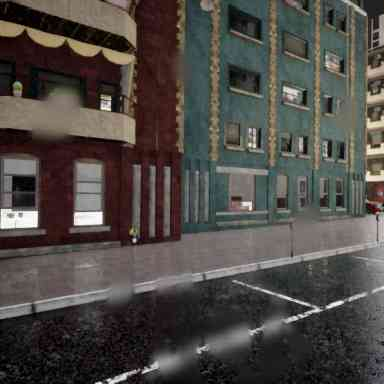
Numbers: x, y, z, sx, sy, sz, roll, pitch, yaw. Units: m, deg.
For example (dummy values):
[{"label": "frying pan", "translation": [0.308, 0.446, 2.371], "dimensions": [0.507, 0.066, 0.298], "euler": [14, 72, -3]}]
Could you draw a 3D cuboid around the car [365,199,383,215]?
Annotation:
[{"label": "car", "translation": [15.690, 1.240, 32.190], "dimensions": [2.192, 1.841, 5.009], "euler": [1, 0, -36]}]
